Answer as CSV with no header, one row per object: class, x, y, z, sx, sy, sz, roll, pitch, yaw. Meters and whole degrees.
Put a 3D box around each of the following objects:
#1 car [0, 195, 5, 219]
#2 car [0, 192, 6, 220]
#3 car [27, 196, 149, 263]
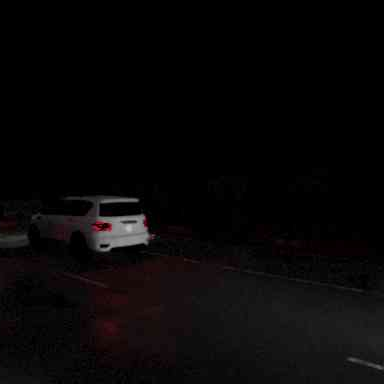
car,-8.780,1.117,11.916,2.150,2.045,5.566,0,0,-45
car,-16.299,1.011,26.378,2.150,2.045,5.566,0,0,-35
car,-3.912,1.152,12.050,5.566,2.045,2.150,1,0,43
